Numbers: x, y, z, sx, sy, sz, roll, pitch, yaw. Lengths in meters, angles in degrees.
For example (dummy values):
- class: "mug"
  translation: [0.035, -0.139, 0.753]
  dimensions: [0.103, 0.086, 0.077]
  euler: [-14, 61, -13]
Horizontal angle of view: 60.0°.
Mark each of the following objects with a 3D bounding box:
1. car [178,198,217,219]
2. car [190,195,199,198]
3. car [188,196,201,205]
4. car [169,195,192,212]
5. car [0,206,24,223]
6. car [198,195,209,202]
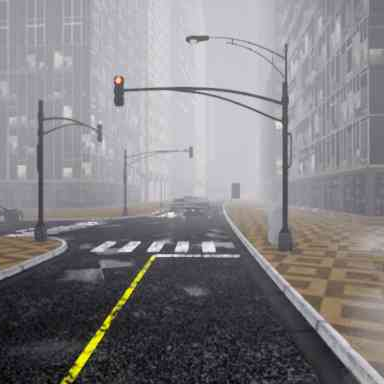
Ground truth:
- class: "car"
  translation: [0.750, 1.509, 28.626]
  dimensions: [2.033, 1.411, 5.357]
  euler: [0, 0, 15]
- class: "car"
  translation: [-0.601, 1.279, 47.623]
  dimensions: [2.097, 1.767, 4.553]
  euler: [0, 0, 6]
- class: "car"
  translation: [0.476, 1.428, 57.427]
  dimensions: [1.812, 1.442, 4.674]
  euler: [0, 0, 7]
- class: "car"
  translation: [-1.425, 1.452, 38.522]
  dimensions: [1.837, 1.490, 4.892]
  euler: [0, 0, 5]
- class: "car"
  translation: [-16.473, 1.835, 28.052]
  dimensions: [4.403, 1.369, 2.008]
  euler: [-1, 1, 10]
- class: "car"
  translation: [2.489, 1.435, 72.045]
  dimensions: [1.895, 1.301, 4.718]
  euler: [0, 0, 9]
